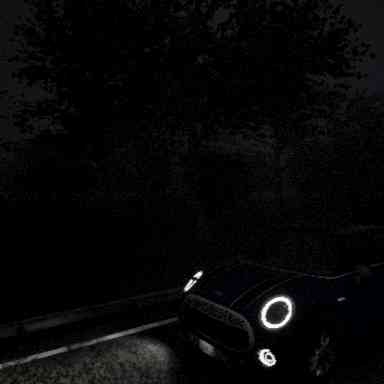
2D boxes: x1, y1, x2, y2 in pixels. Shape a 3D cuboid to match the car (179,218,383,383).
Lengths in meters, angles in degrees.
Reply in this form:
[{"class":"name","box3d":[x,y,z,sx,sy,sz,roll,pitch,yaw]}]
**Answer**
[{"class":"car","box3d":[2.012,1.324,5.417,4.553,1.767,2.097,0,0,-35]}]
